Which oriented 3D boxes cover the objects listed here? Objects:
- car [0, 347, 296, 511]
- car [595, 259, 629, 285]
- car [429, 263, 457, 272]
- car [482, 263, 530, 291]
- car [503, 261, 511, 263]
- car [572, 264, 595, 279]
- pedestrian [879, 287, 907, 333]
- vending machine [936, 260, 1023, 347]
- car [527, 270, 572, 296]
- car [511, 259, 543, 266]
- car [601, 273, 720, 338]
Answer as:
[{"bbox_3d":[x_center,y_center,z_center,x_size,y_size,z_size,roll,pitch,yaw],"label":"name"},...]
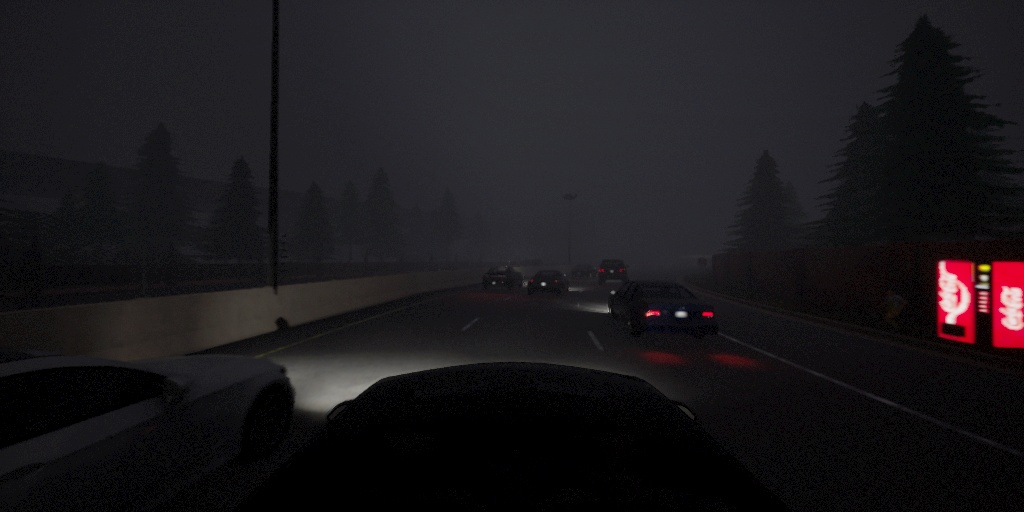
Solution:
[{"bbox_3d":[-3.300,1.258,2.032,1.812,1.442,4.674,0,-1,0],"label":"car"},{"bbox_3d":[8.417,1.299,29.740,2.150,2.045,5.566,0,-1,19],"label":"car"},{"bbox_3d":[-8.523,1.639,44.464,1.812,1.442,4.674,0,-1,24],"label":"car"},{"bbox_3d":[-0.514,1.455,23.912,2.128,1.511,4.902,0,-1,14],"label":"car"},{"bbox_3d":[-0.645,1.594,52.565,2.097,1.767,4.553,0,-1,30],"label":"car"},{"bbox_3d":[7.772,1.635,38.208,1.882,1.535,5.008,0,-1,26],"label":"car"},{"bbox_3d":[9.751,1.305,9.137,0.375,1.300,0.375,0,-1,6],"label":"pedestrian"},{"bbox_3d":[10.844,1.079,8.282,1.100,2.100,0.880,0,0,5],"label":"vending machine"},{"bbox_3d":[2.230,1.522,21.363,1.994,1.385,4.181,0,-1,15],"label":"car"},{"bbox_3d":[2.529,1.473,51.110,2.150,2.045,5.566,0,-1,30],"label":"car"},{"bbox_3d":[4.146,1.411,10.691,2.033,1.411,5.357,0,-1,6],"label":"car"}]
